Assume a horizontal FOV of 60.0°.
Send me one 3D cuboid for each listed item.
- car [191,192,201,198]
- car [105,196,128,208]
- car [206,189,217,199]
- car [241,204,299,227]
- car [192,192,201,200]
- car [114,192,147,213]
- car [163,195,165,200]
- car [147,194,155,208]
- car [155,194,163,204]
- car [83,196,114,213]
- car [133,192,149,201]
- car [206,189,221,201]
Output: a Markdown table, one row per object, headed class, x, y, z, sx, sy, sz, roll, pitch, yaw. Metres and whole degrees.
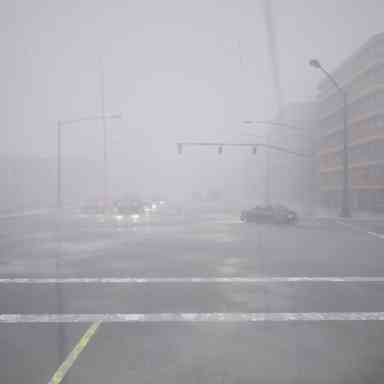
| class | x | y | z | sx | sy | sz | roll | pitch | yaw |
| --- | --- | --- | --- | --- | --- | --- | --- | --- | --- |
| car | 0.912 | 0.649 | 75.820 | 2.033 | 1.411 | 5.357 | 0 | 1 | 0 |
| car | -9.793 | 1.314 | 43.557 | 1.994 | 1.385 | 4.181 | 0 | 1 | 0 |
| car | 4.412 | 0.428 | 75.716 | 2.150 | 2.045 | 5.566 | 0 | 1 | 0 |
| car | 5.249 | 1.522 | 22.801 | 1.994 | 1.385 | 4.181 | -1 | 0 | -31 |
| car | 0.880 | 0.959 | 65.843 | 1.895 | 1.301 | 4.718 | 0 | 1 | 0 |
| car | -6.323 | 1.226 | 34.571 | 2.097 | 1.767 | 4.553 | 0 | 1 | 0 |
| car | -6.185 | 1.012 | 62.863 | 1.895 | 1.301 | 4.718 | 0 | 1 | 1 |
| car | -6.293 | 1.277 | 43.453 | 1.812 | 1.442 | 4.674 | 0 | 1 | 0 |
| car | -6.257 | 1.080 | 52.734 | 2.128 | 1.511 | 4.902 | 0 | 1 | 0 |
| car | -9.821 | 1.225 | 34.915 | 2.097 | 1.767 | 4.553 | 0 | 1 | 0 |
| car | -9.679 | 0.896 | 63.252 | 2.128 | 1.511 | 4.902 | 0 | 1 | 1 |
| car | 4.478 | 0.593 | 65.100 | 2.150 | 2.045 | 5.566 | 0 | 1 | 0 |
